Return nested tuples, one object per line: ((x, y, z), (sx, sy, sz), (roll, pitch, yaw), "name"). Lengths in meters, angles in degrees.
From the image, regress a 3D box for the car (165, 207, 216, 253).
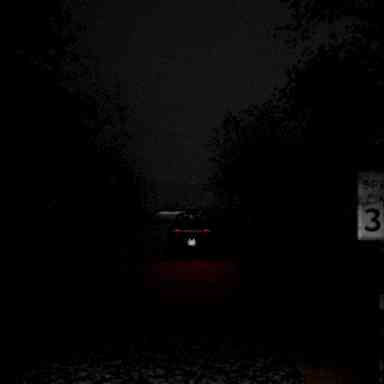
((0.000, 1.628, 14.295), (2.128, 1.511, 4.902), (0, 0, 0), "car")

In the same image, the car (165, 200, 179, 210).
((-2.774, 1.923, 47.252), (1.882, 1.535, 5.008), (0, -1, 0), "car")

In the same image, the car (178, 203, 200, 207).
((-0.006, 1.802, 29.371), (1.812, 1.442, 4.674), (0, 0, 0), "car")
